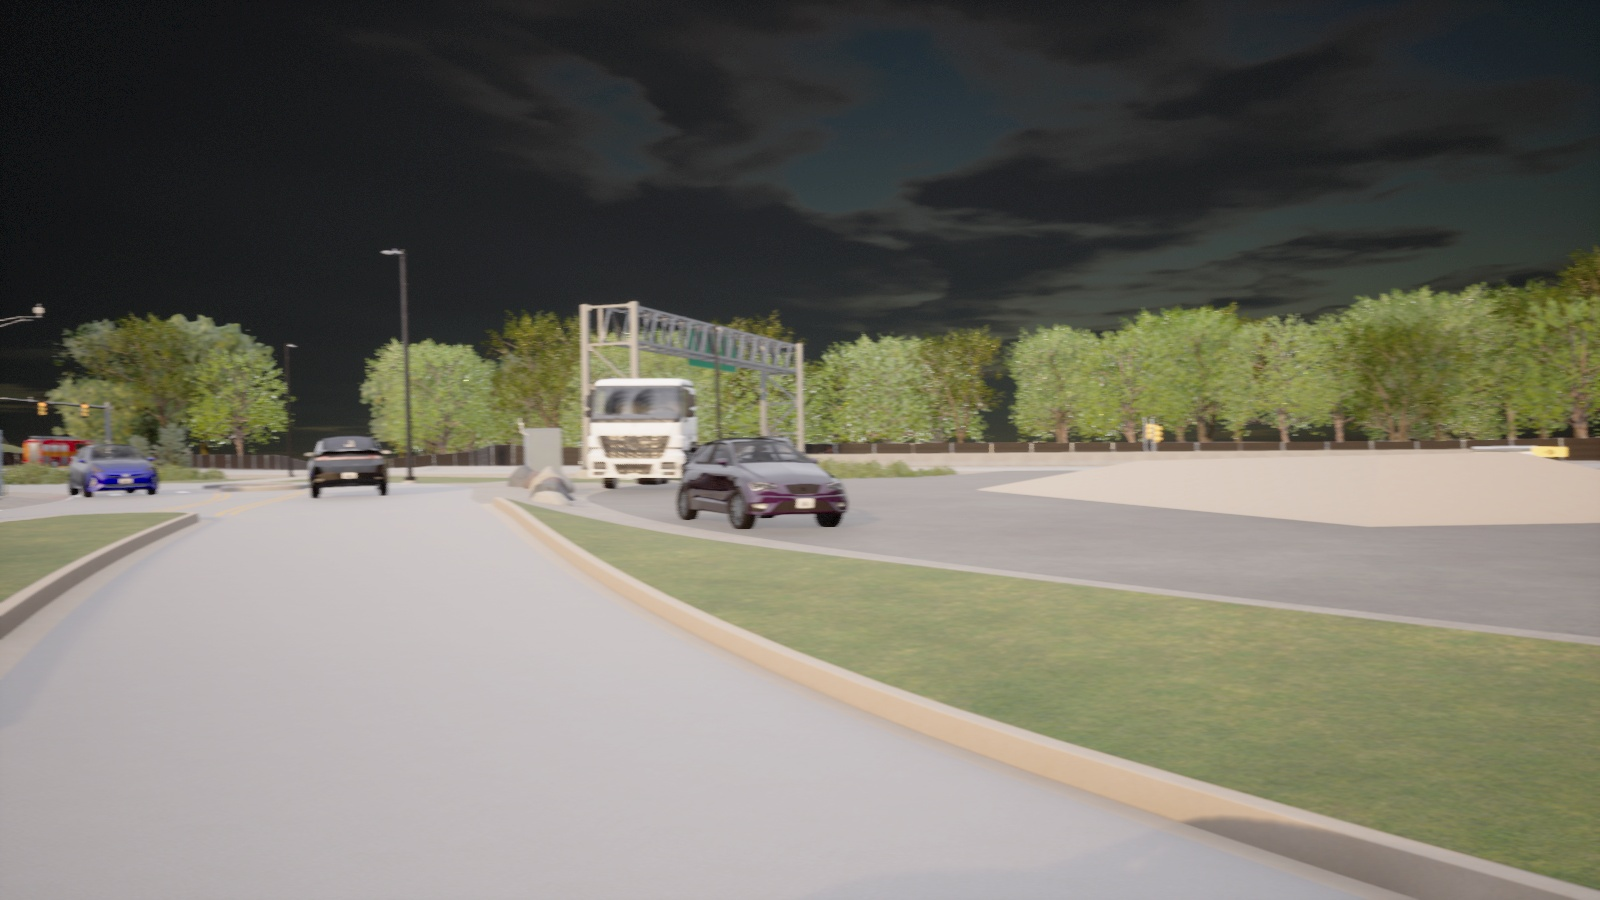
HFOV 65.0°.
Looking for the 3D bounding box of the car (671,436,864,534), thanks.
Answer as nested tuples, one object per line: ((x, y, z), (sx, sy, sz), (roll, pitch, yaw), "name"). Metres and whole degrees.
((-0.668, 0.538, 21.304), (1.816, 1.474, 4.193), (-1, 0, -23), "car")

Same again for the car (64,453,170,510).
((-20.263, 0.911, 37.187), (2.007, 1.525, 4.514), (-3, 1, -38), "car")

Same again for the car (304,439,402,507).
((-11.469, 0.571, 32.202), (2.128, 1.511, 4.902), (-3, 0, -20), "car")

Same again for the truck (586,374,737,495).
((-4.261, -0.459, 40.590), (2.891, 3.462, 7.936), (-1, 0, 8), "truck")
